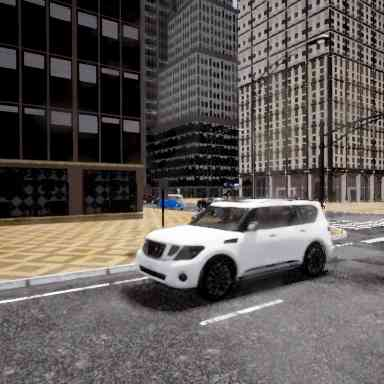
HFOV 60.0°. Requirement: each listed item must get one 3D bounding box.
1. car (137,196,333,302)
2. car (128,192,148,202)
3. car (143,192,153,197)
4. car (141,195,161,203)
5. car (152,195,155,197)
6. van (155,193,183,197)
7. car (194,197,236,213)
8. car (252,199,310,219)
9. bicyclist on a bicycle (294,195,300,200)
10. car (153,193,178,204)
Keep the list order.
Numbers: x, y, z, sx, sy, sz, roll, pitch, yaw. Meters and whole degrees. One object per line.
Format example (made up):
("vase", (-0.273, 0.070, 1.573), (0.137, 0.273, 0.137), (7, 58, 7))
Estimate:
("car", (1.372, 1.221, 8.654), (5.566, 2.045, 2.150), (0, 0, -35))
("car", (-10.924, 0.982, 67.191), (2.192, 1.841, 5.009), (0, 0, -34))
("car", (-6.396, 1.252, 55.771), (1.837, 1.490, 4.892), (-1, 1, -34))
("car", (-7.822, 1.239, 62.602), (1.887, 1.381, 4.507), (0, 0, -34))
("car", (-3.203, 1.348, 45.431), (1.812, 1.442, 4.674), (-1, 1, -34))
("van", (-2.360, 1.211, 39.550), (1.690, 1.788, 3.998), (0, 0, -34))
("car", (2.448, 1.362, 37.053), (2.128, 1.511, 4.902), (-1, 1, -34))
("car", (7.723, 1.420, 29.245), (1.837, 1.490, 4.892), (-1, 1, -34))
("bicyclist on a bicycle", (12.028, 1.119, 38.473), (1.656, 1.620, 0.582), (-1, 1, -34))
("car", (-4.721, 1.036, 58.011), (2.192, 1.841, 5.009), (0, 0, -34))
